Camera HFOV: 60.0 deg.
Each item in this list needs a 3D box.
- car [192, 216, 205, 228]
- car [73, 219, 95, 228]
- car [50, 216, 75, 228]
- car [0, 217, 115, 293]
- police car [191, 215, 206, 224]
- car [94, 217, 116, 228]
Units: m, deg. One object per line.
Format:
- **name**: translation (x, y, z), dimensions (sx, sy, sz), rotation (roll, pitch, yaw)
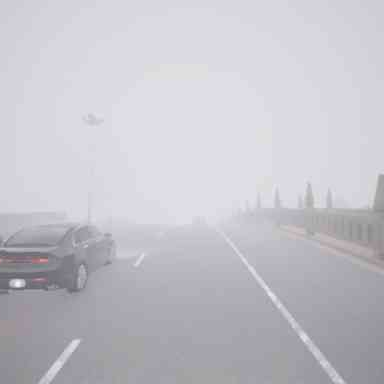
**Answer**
- **car**: translation (1.056, 5.392, 59.319), dimensions (2.150, 2.045, 5.566), rotation (0, -7, 0)
- **car**: translation (-17.528, 5.102, 54.153), dimensions (1.895, 1.301, 4.718), rotation (0, -7, 1)
- **car**: translation (-21.029, 4.862, 54.232), dimensions (2.097, 1.767, 4.553), rotation (0, -7, 1)
- **car**: translation (-3.399, 1.530, 8.904), dimensions (1.837, 1.490, 4.892), rotation (0, 0, 0)
- **police car**: translation (1.055, 4.317, 49.455), dimensions (1.930, 1.638, 5.238), rotation (0, -7, 0)
- **car**: translation (-14.036, 4.969, 53.972), dimensions (2.128, 1.511, 4.902), rotation (0, -7, 1)
